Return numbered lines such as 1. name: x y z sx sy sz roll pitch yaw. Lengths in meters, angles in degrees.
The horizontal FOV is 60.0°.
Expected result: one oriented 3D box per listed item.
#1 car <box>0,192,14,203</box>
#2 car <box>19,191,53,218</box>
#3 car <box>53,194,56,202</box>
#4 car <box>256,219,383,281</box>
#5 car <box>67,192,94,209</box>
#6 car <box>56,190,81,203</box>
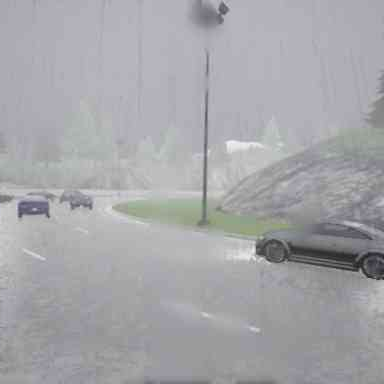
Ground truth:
1. car: -21.939 0.646 37.453 1.895 1.301 4.718 1 1 -4
2. car: -11.266 0.924 23.831 1.882 1.535 5.008 1 1 -25
3. car: -18.221 0.563 40.626 2.128 1.511 4.902 1 0 0
4. car: 4.049 1.507 9.878 4.181 1.385 1.994 2 1 38
5. car: -10.426 0.950 31.899 1.895 1.301 4.718 1 1 -14
6. car: -14.735 0.483 41.734 2.097 1.767 4.553 1 1 2
